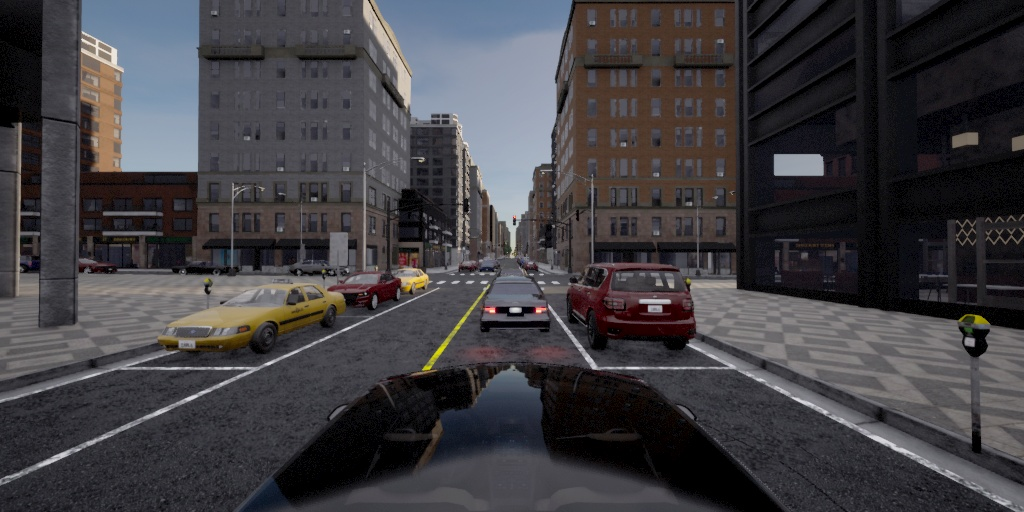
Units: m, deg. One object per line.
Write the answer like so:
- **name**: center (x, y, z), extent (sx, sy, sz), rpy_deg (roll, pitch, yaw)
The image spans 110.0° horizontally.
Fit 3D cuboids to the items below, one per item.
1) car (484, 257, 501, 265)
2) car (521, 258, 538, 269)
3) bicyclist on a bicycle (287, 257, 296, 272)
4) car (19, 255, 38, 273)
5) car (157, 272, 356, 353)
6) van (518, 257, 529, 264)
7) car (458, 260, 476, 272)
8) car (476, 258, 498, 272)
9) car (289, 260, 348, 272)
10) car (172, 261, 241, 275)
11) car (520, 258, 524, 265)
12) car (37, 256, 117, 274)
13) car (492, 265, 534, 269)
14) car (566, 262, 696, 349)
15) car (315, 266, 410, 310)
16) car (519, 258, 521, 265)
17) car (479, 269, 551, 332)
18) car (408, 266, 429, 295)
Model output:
- **car**: center (-3.234, 1.327, 56.613), extent (1.994, 1.385, 4.181), rpy_deg (0, 0, 0)
- **car**: center (2.542, 1.342, 47.332), extent (1.802, 1.307, 4.207), rpy_deg (0, 0, 0)
- **bicyclist on a bicycle**: center (-23.112, 0.908, 37.711), extent (0.582, 1.620, 1.656), rpy_deg (0, 0, 0)
- **car**: center (-47.617, 0.703, 34.694), extent (4.553, 1.767, 2.097), rpy_deg (1, -1, 1)
- **car**: center (-5.877, 1.277, 8.879), extent (1.751, 1.417, 4.829), rpy_deg (0, 0, 0)
- **van**: center (2.495, 1.107, 64.352), extent (1.690, 1.789, 3.998), rpy_deg (0, 0, 0)
- **car**: center (-5.984, 1.305, 47.317), extent (1.888, 1.381, 4.507), rpy_deg (0, 0, 0)
- **car**: center (-3.249, 1.308, 46.758), extent (2.033, 1.411, 5.357), rpy_deg (0, 0, -4)
- **car**: center (-16.843, 1.092, 31.449), extent (4.902, 1.511, 2.128), rpy_deg (1, -1, 0)
- **car**: center (-26.740, 1.112, 31.482), extent (4.718, 1.301, 1.895), rpy_deg (1, -1, 0)
- **car**: center (2.526, 1.344, 53.005), extent (1.802, 1.307, 4.207), rpy_deg (0, 0, 0)
- **car**: center (-37.802, 0.887, 31.529), extent (5.008, 1.535, 1.882), rpy_deg (0, -1, 0)
- **car**: center (0.018, 1.355, 20.522), extent (1.895, 1.301, 4.718), rpy_deg (0, 0, 0)
- **car**: center (2.649, 1.066, 9.064), extent (2.192, 1.841, 5.009), rpy_deg (0, 0, 0)
- **car**: center (-5.893, 1.297, 14.673), extent (1.888, 1.381, 4.507), rpy_deg (0, 0, 0)
- **car**: center (2.510, 1.346, 58.679), extent (1.802, 1.307, 4.207), rpy_deg (0, 0, 0)
- **car**: center (0.066, 1.299, 10.795), extent (2.033, 1.411, 5.357), rpy_deg (0, 0, 0)
- **car**: center (-5.908, 1.279, 20.128), extent (1.751, 1.417, 4.829), rpy_deg (0, 0, 0)
